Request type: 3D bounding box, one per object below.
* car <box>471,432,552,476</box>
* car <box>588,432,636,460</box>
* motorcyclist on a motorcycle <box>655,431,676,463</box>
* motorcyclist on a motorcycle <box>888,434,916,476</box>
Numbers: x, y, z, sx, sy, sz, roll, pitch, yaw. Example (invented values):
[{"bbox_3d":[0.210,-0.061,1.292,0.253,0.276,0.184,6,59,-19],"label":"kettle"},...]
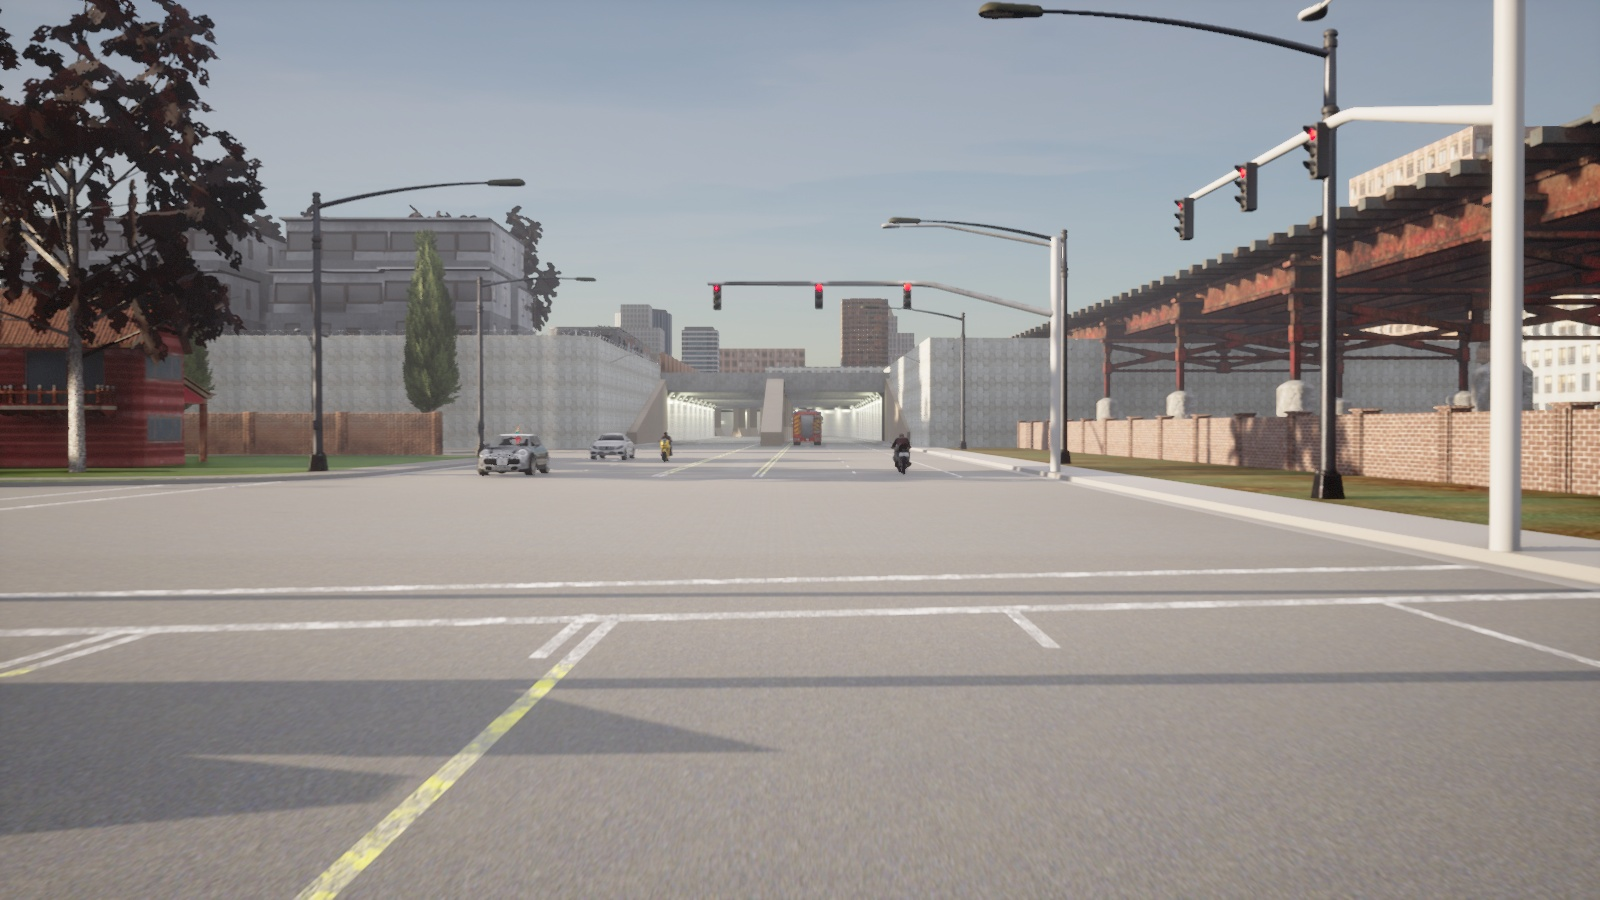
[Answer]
[{"bbox_3d":[-10.233,0.108,44.825,1.970,1.475,3.806,0,1,0],"label":"car"},{"bbox_3d":[-10.057,-0.219,67.455,1.812,1.442,4.674,0,1,1],"label":"car"},{"bbox_3d":[-6.637,-0.166,62.045,0.797,1.523,2.044,0,1,0],"label":"motorcyclist on a motorcycle"},{"bbox_3d":[3.776,0.157,46.615,0.866,1.530,2.191,0,1,0],"label":"motorcyclist on a motorcycle"}]
